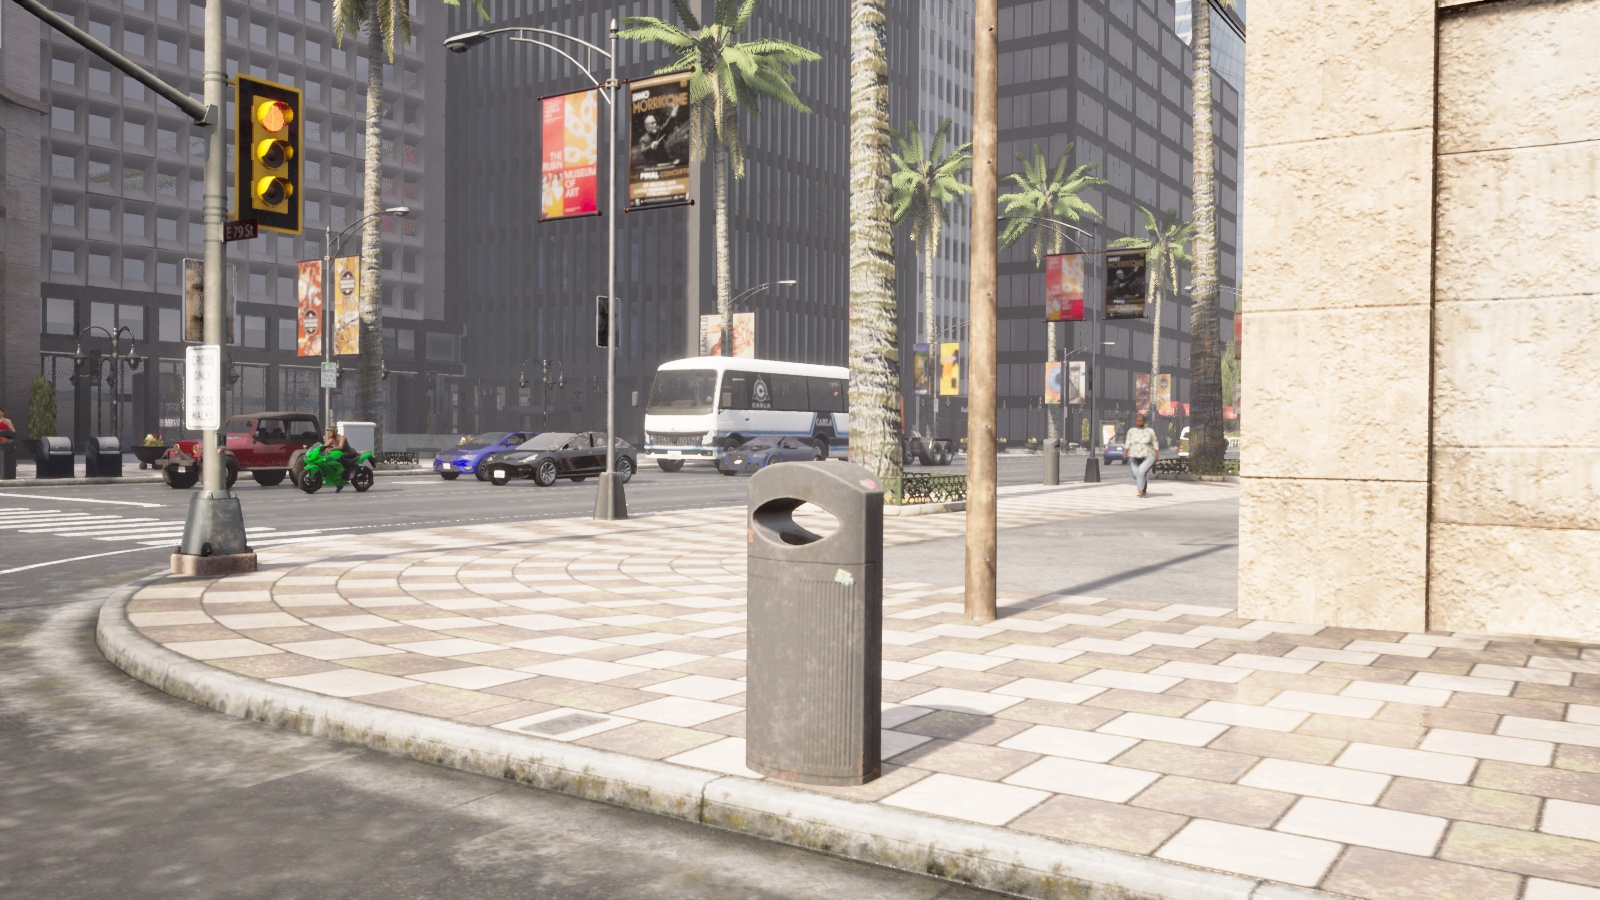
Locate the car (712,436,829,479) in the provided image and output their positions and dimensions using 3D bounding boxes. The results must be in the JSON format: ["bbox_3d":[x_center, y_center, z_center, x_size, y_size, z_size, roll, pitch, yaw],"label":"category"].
[{"bbox_3d":[-0.953,0.215,43.117,1.994,1.385,4.181,0,1,33],"label":"car"}]

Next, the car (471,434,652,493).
[{"bbox_3d":[-6.506,0.315,34.783,2.163,1.488,4.792,0,1,33],"label":"car"}]

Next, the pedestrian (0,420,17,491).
[{"bbox_3d":[-20.805,0.130,32.711,0.345,1.836,0.594,0,1,15],"label":"pedestrian"}]

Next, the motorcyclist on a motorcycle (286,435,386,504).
[{"bbox_3d":[-10.567,0.418,28.681,0.797,1.523,2.044,0,1,34],"label":"motorcyclist on a motorcycle"}]

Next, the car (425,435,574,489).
[{"bbox_3d":[-8.902,0.314,37.493,1.816,1.474,4.193,0,1,34],"label":"car"}]

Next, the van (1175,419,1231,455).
[{"bbox_3d":[24.043,-0.784,74.817,2.069,2.038,4.480,0,1,33],"label":"van"}]

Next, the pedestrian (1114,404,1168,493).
[{"bbox_3d":[7.305,-0.045,26.873,0.874,1.855,0.900,0,1,33],"label":"pedestrian"}]

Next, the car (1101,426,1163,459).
[{"bbox_3d":[16.902,-0.395,63.843,1.851,1.617,3.988,0,1,33],"label":"car"}]

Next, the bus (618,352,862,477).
[{"bbox_3d":[-1.975,-1.281,47.871,3.944,4.253,10.273,0,1,34],"label":"bus"}]

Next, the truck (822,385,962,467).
[{"bbox_3d":[4.364,-1.074,57.412,2.891,3.462,7.936,0,1,33],"label":"truck"}]

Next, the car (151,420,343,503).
[{"bbox_3d":[-13.428,0.230,30.680,1.905,1.878,3.866,0,1,34],"label":"car"}]
